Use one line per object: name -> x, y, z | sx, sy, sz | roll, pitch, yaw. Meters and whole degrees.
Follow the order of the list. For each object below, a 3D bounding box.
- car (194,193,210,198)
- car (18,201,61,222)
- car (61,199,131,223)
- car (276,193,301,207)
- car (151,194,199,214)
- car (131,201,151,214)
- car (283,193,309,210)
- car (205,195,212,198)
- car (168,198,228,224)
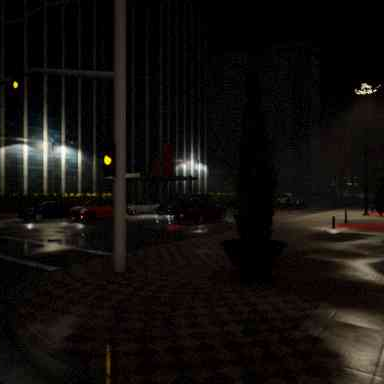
car -> 0.610, 1.207, 43.445 | 2.150, 2.045, 5.566 | 0, 0, 35
car -> -11.190, 1.464, 26.550 | 1.882, 1.535, 5.008 | 0, 0, 35
car -> -7.355, 1.340, 25.927 | 2.097, 1.767, 4.553 | 0, 0, 35
car -> 15.005, 1.211, 51.532 | 2.150, 2.045, 5.566 | 0, 0, 35
car -> -1.663, 1.340, 34.086 | 2.097, 1.767, 4.553 | 0, 0, 35
car -> -5.525, 1.587, 34.674 | 1.895, 1.301, 4.718 | 0, 0, 35
car -> 13.755, 1.344, 43.619 | 2.097, 1.767, 4.553 | 0, 0, 35
car -> 4.179, 1.479, 42.441 | 2.128, 1.511, 4.902 | 0, 0, 35
car -> 0.706, 1.470, 24.902 | 1.882, 1.535, 5.008 | 0, 0, 35
